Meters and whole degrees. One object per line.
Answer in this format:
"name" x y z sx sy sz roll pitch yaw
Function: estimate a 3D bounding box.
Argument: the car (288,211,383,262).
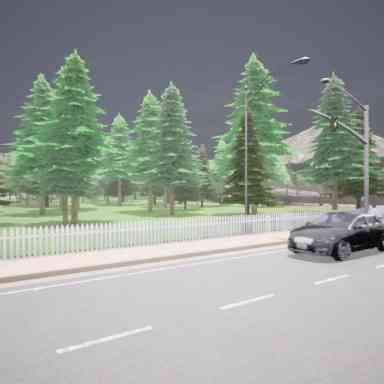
"car" 5.561 1.491 12.217 4.902 1.511 2.128 0 0 -35
